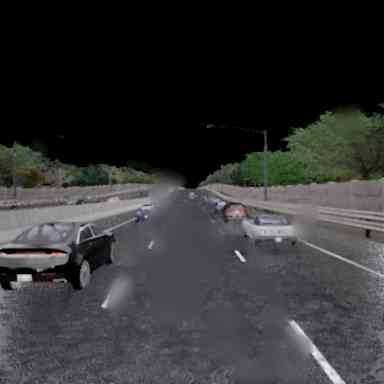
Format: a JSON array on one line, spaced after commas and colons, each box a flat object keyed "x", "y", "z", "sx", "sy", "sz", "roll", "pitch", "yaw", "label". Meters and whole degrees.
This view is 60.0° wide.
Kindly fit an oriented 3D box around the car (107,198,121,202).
[{"x": -14.050, "y": 1.790, "z": 60.051, "sx": 1.882, "sy": 1.535, "sz": 5.008, "roll": 0, "pitch": 0, "yaw": 1, "label": "car"}]

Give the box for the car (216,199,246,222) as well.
[{"x": 3.489, "y": 1.625, "z": 28.051, "sx": 2.033, "sy": 1.649, "sz": 4.856, "roll": 0, "pitch": 0, "yaw": 0, "label": "car"}]

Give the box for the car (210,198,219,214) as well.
[{"x": 3.485, "y": 1.779, "z": 39.052, "sx": 1.812, "sy": 1.442, "sz": 4.674, "roll": 0, "pitch": 0, "yaw": 0, "label": "car"}]

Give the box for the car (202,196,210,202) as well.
[{"x": 3.469, "y": 1.712, "z": 83.046, "sx": 1.837, "sy": 1.490, "sz": 4.892, "roll": 0, "pitch": 1, "yaw": 0, "label": "car"}]

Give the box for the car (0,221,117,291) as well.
[{"x": -3.403, "y": 1.549, "z": 9.181, "sx": 2.128, "sy": 1.511, "sz": 4.902, "roll": 0, "pitch": 0, "yaw": 0, "label": "car"}]

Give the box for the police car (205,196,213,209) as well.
[{"x": 3.481, "y": 1.713, "z": 50.164, "sx": 1.930, "sy": 1.638, "sz": 5.238, "roll": 0, "pitch": 0, "yaw": 0, "label": "police car"}]

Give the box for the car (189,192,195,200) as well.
[{"x": -0.034, "y": 1.438, "z": 93.200, "sx": 2.128, "sy": 1.511, "sz": 4.902, "roll": 0, "pitch": 2, "yaw": 0, "label": "car"}]

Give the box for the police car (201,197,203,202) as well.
[{"x": 3.473, "y": 1.825, "z": 72.056, "sx": 2.038, "sy": 1.542, "sz": 4.974, "roll": 0, "pitch": 0, "yaw": 0, "label": "police car"}]

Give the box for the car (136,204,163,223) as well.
[{"x": -3.410, "y": 1.715, "z": 27.359, "sx": 1.812, "sy": 1.442, "sz": 4.674, "roll": 0, "pitch": 0, "yaw": 0, "label": "car"}]

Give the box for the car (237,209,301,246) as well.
[{"x": 3.594, "y": 1.708, "z": 15.989, "sx": 1.895, "sy": 1.301, "sz": 4.718, "roll": 0, "pitch": 0, "yaw": 0, "label": "car"}]

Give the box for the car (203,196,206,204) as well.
[{"x": 3.477, "y": 1.818, "z": 61.058, "sx": 1.837, "sy": 1.490, "sz": 4.892, "roll": 0, "pitch": 0, "yaw": 0, "label": "car"}]

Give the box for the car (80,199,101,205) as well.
[{"x": -17.550, "y": 1.909, "z": 58.609, "sx": 1.895, "sy": 1.301, "sz": 4.718, "roll": 0, "pitch": 0, "yaw": 1, "label": "car"}]

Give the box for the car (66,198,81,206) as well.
[{"x": -21.043, "y": 1.807, "z": 60.024, "sx": 2.128, "sy": 1.511, "sz": 4.902, "roll": 0, "pitch": 0, "yaw": 1, "label": "car"}]
